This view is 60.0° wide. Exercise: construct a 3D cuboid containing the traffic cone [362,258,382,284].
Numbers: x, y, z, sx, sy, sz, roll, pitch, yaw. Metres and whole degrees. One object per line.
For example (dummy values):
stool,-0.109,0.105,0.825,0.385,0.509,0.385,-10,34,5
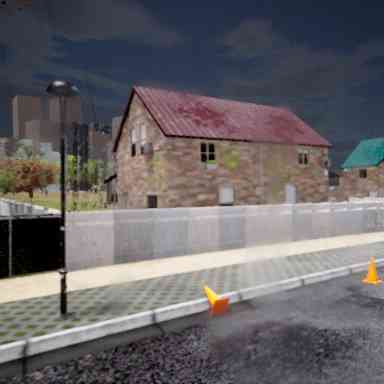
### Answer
traffic cone,4.483,1.935,8.275,0.340,0.580,0.340,0,0,-34
